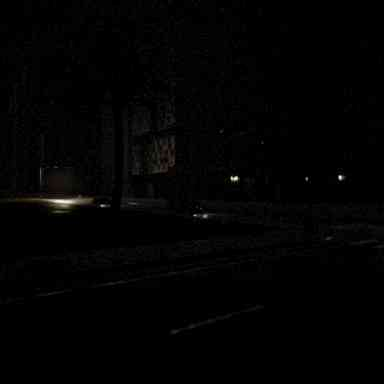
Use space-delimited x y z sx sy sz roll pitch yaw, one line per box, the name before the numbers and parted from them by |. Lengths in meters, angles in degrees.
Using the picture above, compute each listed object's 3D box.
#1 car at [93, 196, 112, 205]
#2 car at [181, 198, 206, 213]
car | -14.285 1.364 53.385 1.895 1.301 4.718 0 0 -35
car | -0.536 1.377 34.148 1.837 1.490 4.892 0 0 -36
